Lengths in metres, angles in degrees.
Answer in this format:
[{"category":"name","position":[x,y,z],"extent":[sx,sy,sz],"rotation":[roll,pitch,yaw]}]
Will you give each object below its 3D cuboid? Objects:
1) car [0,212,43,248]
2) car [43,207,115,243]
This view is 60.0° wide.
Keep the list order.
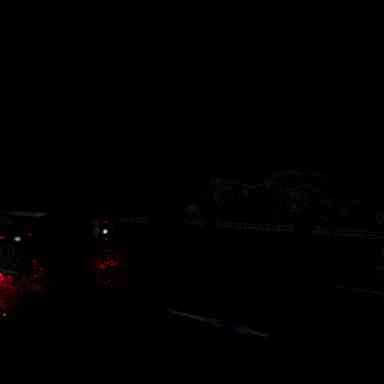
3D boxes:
[{"category":"car","position":[-8.350,1.508,13.364],"extent":[4.674,1.442,1.812],"rotation":[0,0,31]},{"category":"car","position":[-5.910,1.484,15.979],"extent":[4.892,1.490,1.837],"rotation":[0,0,31]}]
